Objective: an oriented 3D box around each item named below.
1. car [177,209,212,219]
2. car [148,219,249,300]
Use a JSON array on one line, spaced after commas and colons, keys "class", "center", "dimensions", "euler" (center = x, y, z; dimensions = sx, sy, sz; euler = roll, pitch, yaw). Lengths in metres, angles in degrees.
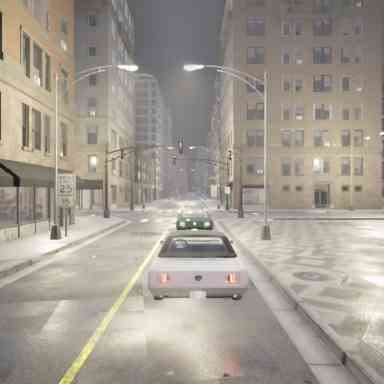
[{"class": "car", "center": [0.134, 1.600, 18.551], "dimensions": [1.895, 1.301, 4.718], "euler": [0, 0, 0]}, {"class": "car", "center": [0.116, 1.600, 8.316], "dimensions": [1.895, 1.301, 4.718], "euler": [0, 0, 0]}]
